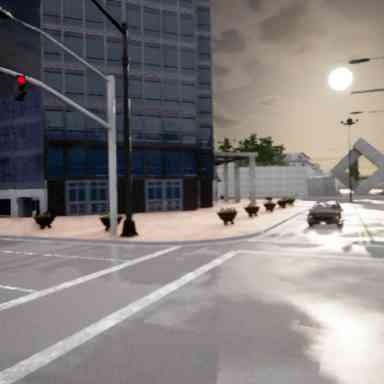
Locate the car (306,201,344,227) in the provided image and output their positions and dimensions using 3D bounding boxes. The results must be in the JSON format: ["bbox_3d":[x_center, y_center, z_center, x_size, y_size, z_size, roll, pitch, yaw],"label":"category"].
[{"bbox_3d":[8.239,1.260,20.345,2.033,1.411,5.357,-1,0,26],"label":"car"}]
